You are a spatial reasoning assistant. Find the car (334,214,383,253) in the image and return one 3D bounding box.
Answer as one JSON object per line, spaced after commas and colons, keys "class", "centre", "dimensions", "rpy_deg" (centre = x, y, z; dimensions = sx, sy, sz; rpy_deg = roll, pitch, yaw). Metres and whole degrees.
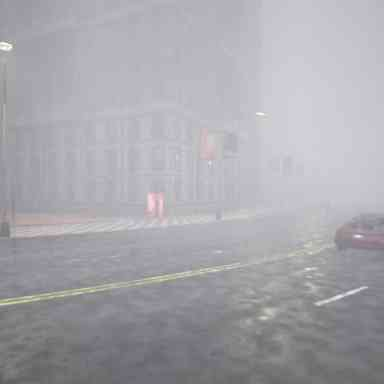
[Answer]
{"class": "car", "centre": [7.385, 1.557, 13.311], "dimensions": [4.181, 1.385, 1.994], "rpy_deg": [0, 0, -44]}
